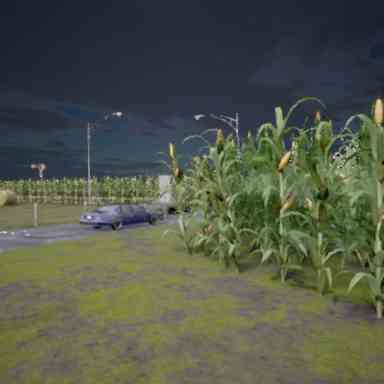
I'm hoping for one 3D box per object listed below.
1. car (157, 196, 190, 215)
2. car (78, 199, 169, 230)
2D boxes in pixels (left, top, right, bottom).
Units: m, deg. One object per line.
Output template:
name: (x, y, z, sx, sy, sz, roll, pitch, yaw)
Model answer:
car: (-2.120, 1.116, 27.275, 2.097, 1.767, 4.553, -1, 0, 35)
car: (-3.983, 1.345, 19.552, 2.033, 1.411, 5.357, -1, 0, 35)
